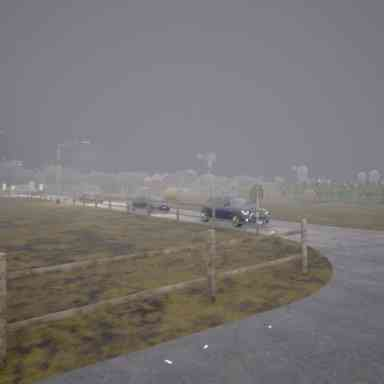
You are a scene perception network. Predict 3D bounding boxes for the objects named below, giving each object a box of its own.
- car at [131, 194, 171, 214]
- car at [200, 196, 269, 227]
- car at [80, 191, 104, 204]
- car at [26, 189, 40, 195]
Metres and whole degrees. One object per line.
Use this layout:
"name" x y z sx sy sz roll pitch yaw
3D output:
"car" -3.622 0.995 28.769 1.837 1.490 4.892 1 0 -36
"car" 2.499 1.053 20.144 2.097 1.767 4.553 1 1 -34
"car" -12.424 0.720 41.088 1.837 1.490 4.892 1 1 -35
"car" -40.098 -0.046 84.338 2.097 1.767 4.553 1 0 -33
